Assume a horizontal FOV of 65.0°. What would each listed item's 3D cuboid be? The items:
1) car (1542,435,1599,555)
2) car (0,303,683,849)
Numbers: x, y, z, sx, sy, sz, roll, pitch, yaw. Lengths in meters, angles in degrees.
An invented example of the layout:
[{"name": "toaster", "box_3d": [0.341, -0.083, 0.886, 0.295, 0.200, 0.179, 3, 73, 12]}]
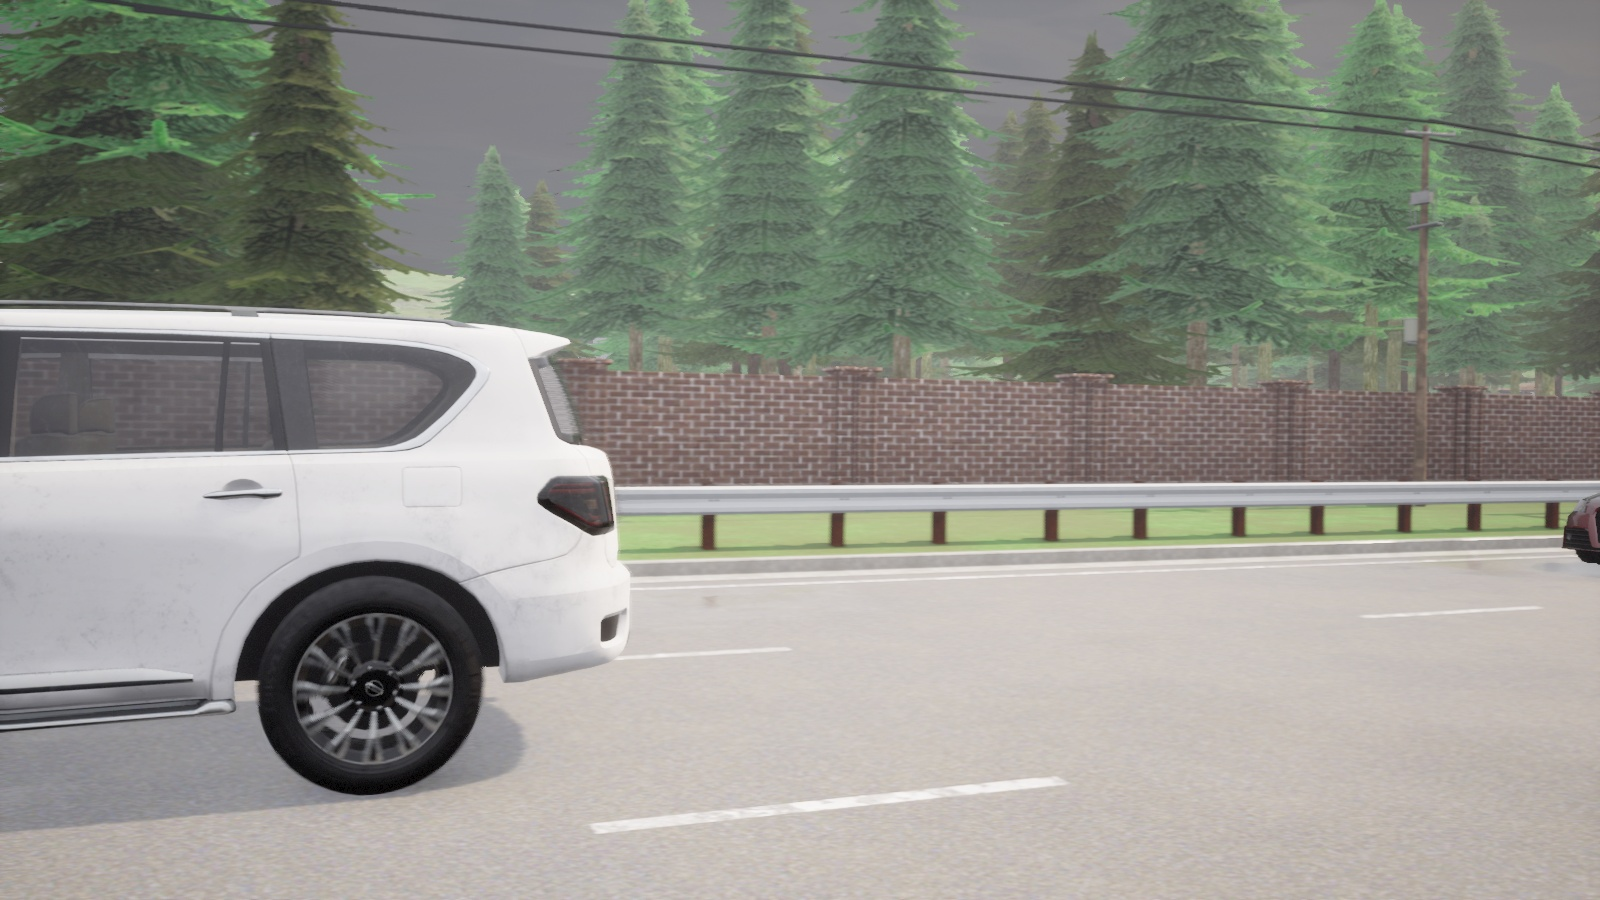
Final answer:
[{"name": "car", "box_3d": [11.299, 0.495, 15.018, 4.181, 1.385, 1.994, -1, 1, -21]}, {"name": "car", "box_3d": [-3.521, 0.463, 5.643, 5.566, 2.045, 2.150, -1, 1, -21]}]
